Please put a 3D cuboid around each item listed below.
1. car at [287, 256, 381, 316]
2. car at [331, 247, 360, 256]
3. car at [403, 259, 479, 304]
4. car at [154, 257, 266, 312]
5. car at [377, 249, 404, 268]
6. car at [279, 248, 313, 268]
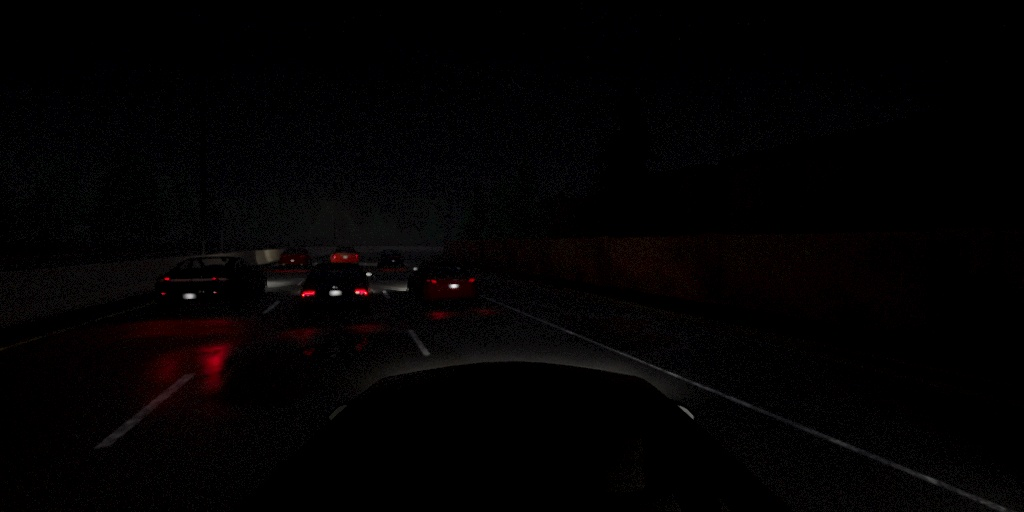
[{"bbox_3d":[-5.520,0.903,11.404,2.033,1.411,5.357,0,2,-24],"label":"car"},{"bbox_3d":[-13.477,0.031,29.104,2.097,1.767,4.553,0,2,-24],"label":"car"},{"bbox_3d":[-2.763,0.906,13.807,1.994,1.385,4.181,0,2,-24],"label":"car"},{"bbox_3d":[-9.459,0.760,11.630,2.128,1.511,4.902,0,2,-24],"label":"car"},{"bbox_3d":[-10.588,0.155,31.210,1.882,1.535,5.008,0,2,-24],"label":"car"},{"bbox_3d":[-16.963,0.108,28.324,1.882,1.535,5.008,0,2,-24],"label":"car"}]
